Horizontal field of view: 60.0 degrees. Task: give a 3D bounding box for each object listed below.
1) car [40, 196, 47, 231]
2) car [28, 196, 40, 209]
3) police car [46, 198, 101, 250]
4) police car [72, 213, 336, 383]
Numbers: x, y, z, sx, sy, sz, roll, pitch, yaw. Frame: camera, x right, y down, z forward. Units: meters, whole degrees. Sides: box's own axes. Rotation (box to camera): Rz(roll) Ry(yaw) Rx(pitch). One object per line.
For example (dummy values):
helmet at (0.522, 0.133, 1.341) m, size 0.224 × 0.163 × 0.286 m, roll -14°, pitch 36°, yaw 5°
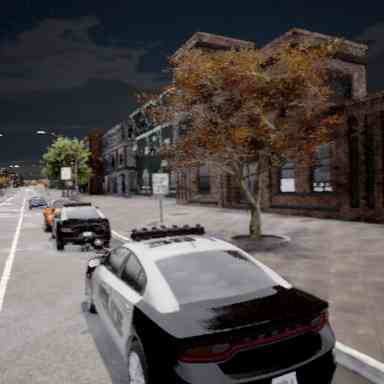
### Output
car at (-7.407, 1.153, 19.245) m, size 2.097 × 1.767 × 4.553 m, roll -2°, pitch 1°, yaw -26°
car at (-18.026, 1.226, 38.826) m, size 2.033 × 1.411 × 5.357 m, roll -2°, pitch 1°, yaw -26°
police car at (-4.815, 1.264, 13.990) m, size 1.930 × 1.638 × 5.238 m, roll -2°, pitch 1°, yaw -26°
police car at (-0.396, 1.326, 5.019) m, size 1.930 × 1.638 × 5.238 m, roll -2°, pitch 1°, yaw -26°
